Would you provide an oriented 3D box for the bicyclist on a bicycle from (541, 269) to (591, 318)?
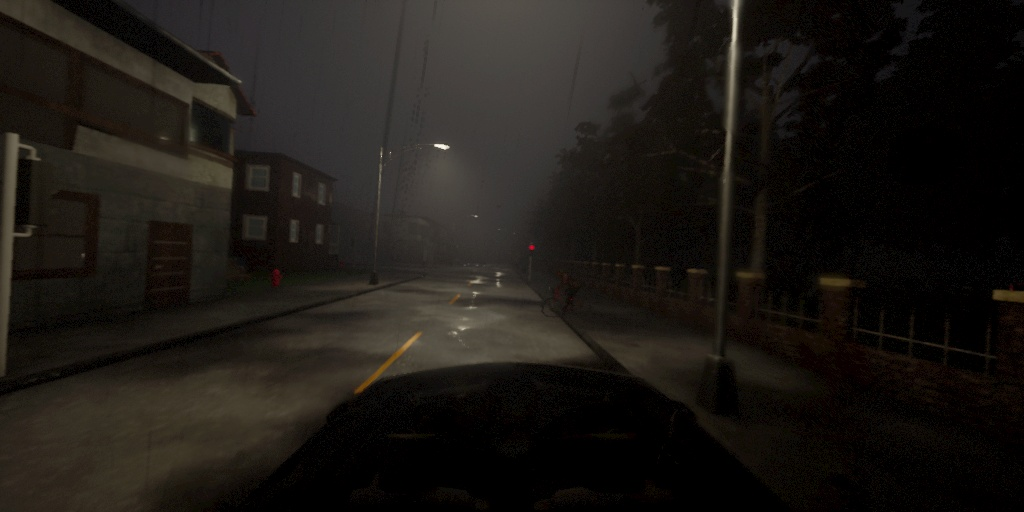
[{"bbox_3d":[1.763,1.233,11.810,1.656,1.620,0.582,-2,0,-3],"label":"bicyclist on a bicycle"}]
